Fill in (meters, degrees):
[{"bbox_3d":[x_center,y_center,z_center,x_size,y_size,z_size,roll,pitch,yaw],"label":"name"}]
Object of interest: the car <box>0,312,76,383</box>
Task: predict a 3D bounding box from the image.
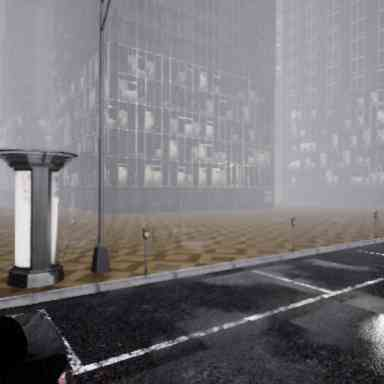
[{"bbox_3d":[-2.982,1.467,1.300,4.902,1.511,2.128,0,0,-35],"label":"car"}]
